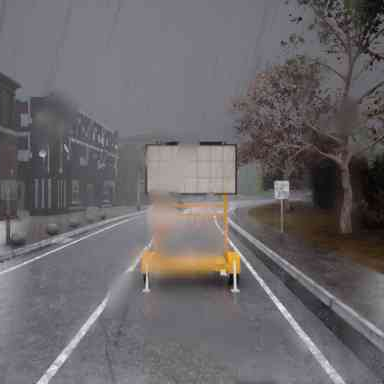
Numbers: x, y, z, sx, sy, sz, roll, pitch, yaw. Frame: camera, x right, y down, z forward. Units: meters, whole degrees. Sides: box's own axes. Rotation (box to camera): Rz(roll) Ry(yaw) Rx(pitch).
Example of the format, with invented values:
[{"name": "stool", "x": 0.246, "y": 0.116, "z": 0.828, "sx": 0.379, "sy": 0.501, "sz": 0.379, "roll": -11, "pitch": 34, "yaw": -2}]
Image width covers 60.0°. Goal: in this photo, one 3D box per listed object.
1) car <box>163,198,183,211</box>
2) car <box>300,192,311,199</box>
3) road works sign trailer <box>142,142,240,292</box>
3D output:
[{"name": "car", "x": -2.261, "y": 1.502, "z": 40.498, "sx": 2.128, "sy": 1.511, "sz": 4.902, "roll": 0, "pitch": 0, "yaw": 6}, {"name": "car", "x": 27.304, "y": 0.825, "z": 77.645, "sx": 4.902, "sy": 1.511, "sz": 2.128, "roll": -2, "pitch": 0, "yaw": -30}, {"name": "road works sign trailer", "x": -0.019, "y": 0.467, "z": 8.909, "sx": 2.380, "sy": 3.560, "sz": 2.880, "roll": 0, "pitch": 0, "yaw": 0}]
